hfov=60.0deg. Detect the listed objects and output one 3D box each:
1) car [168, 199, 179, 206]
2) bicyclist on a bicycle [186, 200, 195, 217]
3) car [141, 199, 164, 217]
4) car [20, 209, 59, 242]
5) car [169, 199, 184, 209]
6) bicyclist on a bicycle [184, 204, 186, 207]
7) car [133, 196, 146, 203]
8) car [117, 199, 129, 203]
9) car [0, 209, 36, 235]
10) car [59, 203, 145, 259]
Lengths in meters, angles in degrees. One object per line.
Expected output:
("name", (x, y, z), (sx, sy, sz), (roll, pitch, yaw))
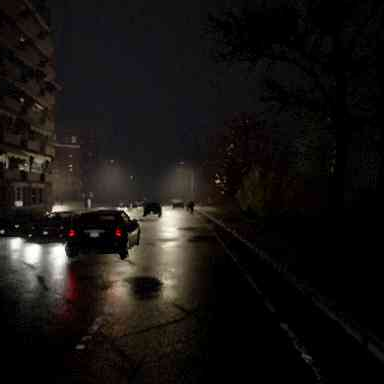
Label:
("car", (-4.168, 2.268, 74.312), (2.033, 1.411, 5.357), (0, -1, -6))
("bicyclist on a bicycle", (-0.024, 1.707, 33.704), (0.659, 1.776, 1.843), (0, 0, -3))
("car", (-4.204, 1.869, 36.107), (1.837, 1.490, 4.892), (0, -1, -3))
("car", (-6.890, 1.746, 17.506), (1.994, 1.385, 4.181), (0, -1, -2))
("car", (-2.367, 2.048, 56.108), (2.128, 1.511, 4.902), (0, 0, -4))
("bicyclist on a bicycle", (-0.566, 1.870, 43.532), (0.866, 1.612, 1.509), (0, -1, -4))
("car", (-9.228, 1.813, 58.959), (2.150, 2.045, 5.566), (0, 0, -4))
("car", (-12.669, 2.103, 61.026), (2.128, 1.511, 4.902), (0, -1, -5))
("car", (-10.220, 1.762, 20.451), (2.033, 1.411, 5.357), (0, -1, -2))
("car", (-3.337, 1.490, 13.347), (2.097, 1.767, 4.553), (0, -1, -1))
